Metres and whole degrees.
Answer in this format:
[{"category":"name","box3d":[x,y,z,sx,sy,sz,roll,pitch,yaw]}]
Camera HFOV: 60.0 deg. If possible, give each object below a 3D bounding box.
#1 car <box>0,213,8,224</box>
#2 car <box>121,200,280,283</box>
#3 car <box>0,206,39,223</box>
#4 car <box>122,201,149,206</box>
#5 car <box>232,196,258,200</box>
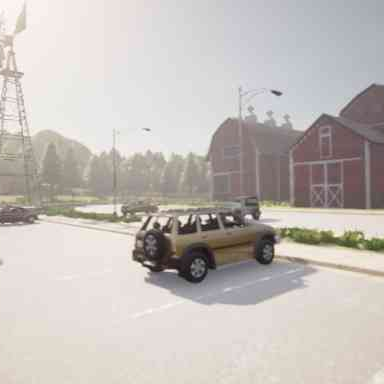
[{"category":"car","box3d":[-9.067,1.688,13.035,2.128,1.511,4.902,-1,0,-41]},{"category":"car","box3d":[0.533,1.313,9.728,4.605,1.855,1.932,-1,0,-41]},{"category":"car","box3d":[-14.435,1.841,26.493,3.905,1.438,1.784,-1,0,-41]},{"category":"car","box3d":[-5.562,1.665,35.883,4.193,1.474,1.816,-1,0,-41]},{"category":"car","box3d":[3.760,1.275,26.132,3.866,1.878,1.905,-1,0,-41]}]
